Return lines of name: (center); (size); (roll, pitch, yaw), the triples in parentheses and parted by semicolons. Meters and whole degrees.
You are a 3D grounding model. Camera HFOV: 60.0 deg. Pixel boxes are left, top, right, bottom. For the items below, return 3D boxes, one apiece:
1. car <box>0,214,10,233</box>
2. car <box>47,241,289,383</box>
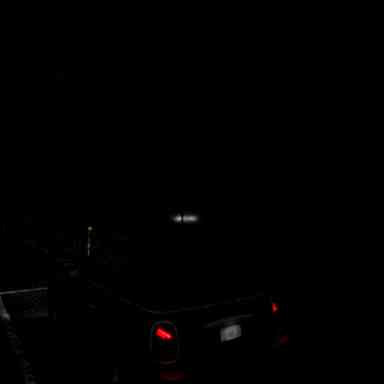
car: (-14.867, 2.352, 25.112); (2.008, 1.369, 4.403); (2, -2, -35)
car: (-0.795, 1.570, 5.294); (2.097, 1.767, 4.553); (3, -3, -35)
